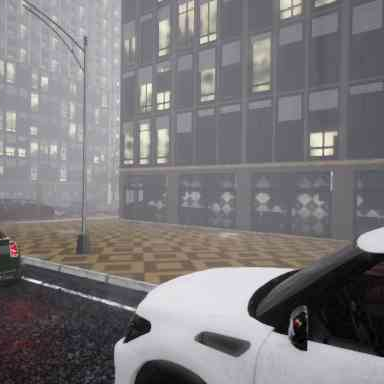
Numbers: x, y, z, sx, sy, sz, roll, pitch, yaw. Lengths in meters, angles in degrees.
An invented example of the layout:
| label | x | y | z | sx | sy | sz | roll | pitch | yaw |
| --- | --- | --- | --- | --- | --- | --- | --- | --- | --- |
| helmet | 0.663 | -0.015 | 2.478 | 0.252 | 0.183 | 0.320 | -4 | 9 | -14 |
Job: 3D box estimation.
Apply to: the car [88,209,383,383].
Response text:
| label | x | y | z | sx | sy | sz | roll | pitch | yaw |
| --- | --- | --- | --- | --- | --- | --- | --- | --- | --- |
| car | 1.927 | 1.222 | 2.307 | 5.566 | 2.045 | 2.150 | 0 | 0 | 36 |

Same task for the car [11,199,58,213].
| label | x | y | z | sx | sy | sz | roll | pitch | yaw |
| --- | --- | --- | --- | --- | --- | --- | --- | --- | --- |
| car | -18.620 | 1.639 | 39.530 | 1.752 | 1.417 | 4.829 | 1 | 0 | 36 |

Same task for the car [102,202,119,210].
| label | x | y | z | sx | sy | sz | roll | pitch | yaw |
| --- | --- | --- | --- | --- | --- | --- | --- | --- | --- |
| car | -8.324 | 1.827 | 39.382 | 1.752 | 1.417 | 4.829 | 1 | 0 | 36 |

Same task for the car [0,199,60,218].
| label | x | y | z | sx | sy | sz | roll | pitch | yaw |
| --- | --- | --- | --- | --- | --- | --- | --- | --- | --- |
| car | -15.108 | 1.516 | 30.161 | 2.192 | 1.841 | 5.009 | 1 | 0 | 36 |

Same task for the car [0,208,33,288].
| label | x | y | z | sx | sy | sz | roll | pitch | yaw |
| --- | --- | --- | --- | --- | --- | --- | --- | --- | --- |
| car | -6.149 | 1.347 | 8.044 | 4.553 | 1.767 | 2.097 | 0 | 0 | 35 |

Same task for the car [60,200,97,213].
| label | x | y | z | sx | sy | sz | roll | pitch | yaw |
| --- | --- | --- | --- | --- | --- | --- | --- | --- | --- |
| car | -14.315 | 1.736 | 40.996 | 2.033 | 1.411 | 5.357 | 1 | 0 | 37 |
